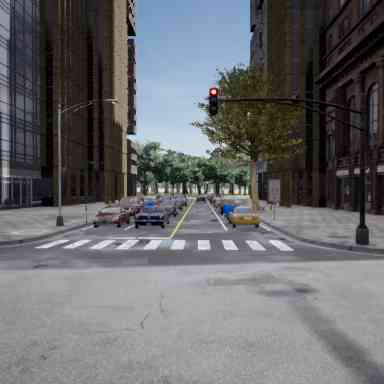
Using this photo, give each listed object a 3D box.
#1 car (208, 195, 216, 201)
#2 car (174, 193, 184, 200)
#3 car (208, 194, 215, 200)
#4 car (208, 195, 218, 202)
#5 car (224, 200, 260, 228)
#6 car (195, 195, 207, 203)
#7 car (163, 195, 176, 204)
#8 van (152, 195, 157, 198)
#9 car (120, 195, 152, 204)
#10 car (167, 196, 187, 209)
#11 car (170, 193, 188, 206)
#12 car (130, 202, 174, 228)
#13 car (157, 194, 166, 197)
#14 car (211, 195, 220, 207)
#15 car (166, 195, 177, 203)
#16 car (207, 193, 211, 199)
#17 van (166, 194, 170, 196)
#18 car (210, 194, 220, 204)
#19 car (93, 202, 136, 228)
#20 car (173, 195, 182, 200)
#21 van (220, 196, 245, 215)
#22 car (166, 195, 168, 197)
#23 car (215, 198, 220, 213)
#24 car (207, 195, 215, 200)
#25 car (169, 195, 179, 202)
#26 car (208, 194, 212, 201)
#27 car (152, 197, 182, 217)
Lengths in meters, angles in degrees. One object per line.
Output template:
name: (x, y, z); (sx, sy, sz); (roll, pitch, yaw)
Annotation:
car: (4.764, 1.429, 78.527); (1.802, 1.307, 4.206); (0, 0, 1)
car: (-3.477, 1.128, 90.091); (2.192, 1.841, 5.009); (0, 0, 1)
car: (4.909, 1.355, 84.374); (1.752, 1.417, 4.829); (0, 0, 1)
car: (4.621, 1.415, 72.849); (2.008, 1.369, 4.403); (0, 0, 1)
car: (3.346, 1.508, 21.922); (1.752, 1.417, 4.829); (-1, 0, 1)
car: (1.791, 1.389, 65.894); (1.837, 1.490, 4.892); (0, 0, 1)
car: (-4.187, 1.336, 61.702); (1.967, 1.590, 4.097); (0, 0, 1)
van: (-4.899, 1.306, 33.313); (1.690, 1.788, 3.998); (-1, 0, 1)
car: (-5.042, 1.290, 27.635); (2.192, 1.841, 5.009); (-1, 0, 1)
car: (-2.032, 1.551, 40.530); (1.895, 1.301, 4.718); (0, 0, 2)
car: (-1.744, 1.277, 50.634); (2.097, 1.767, 4.553); (0, 0, 2)
car: (-2.508, 1.584, 21.887); (1.895, 1.301, 4.718); (0, 0, 2)
car: (-4.757, 1.269, 38.991); (2.192, 1.841, 5.009); (-1, 0, 1)
car: (3.915, 1.465, 44.633); (1.752, 1.417, 4.829); (-1, 0, 1)
car: (-4.044, 1.425, 67.380); (1.887, 1.381, 4.507); (0, 0, 1)
car: (4.335, 1.211, 61.494); (2.192, 1.841, 5.009); (-1, 0, 1)
van: (-4.330, 1.252, 56.024); (1.690, 1.788, 3.998); (0, 0, 1)
car: (4.053, 1.471, 50.140); (1.887, 1.381, 4.507); (-1, 0, 1)
car: (-5.181, 1.565, 21.956); (1.802, 1.307, 4.206); (-1, 0, 1)
car: (-3.617, 1.375, 84.414); (1.887, 1.381, 4.507); (0, 0, 1)
van: (3.482, 1.316, 27.430); (1.690, 1.788, 3.998); (-1, 0, 1)
car: (-4.612, 1.491, 44.669); (2.008, 1.369, 4.403); (-1, 0, 1)
car: (3.626, 1.531, 33.108); (1.947, 1.339, 4.313); (-1, 0, 1)
car: (5.048, 1.379, 89.881); (1.947, 1.339, 4.313); (0, 0, 1)
car: (-3.901, 1.446, 73.058); (1.802, 1.307, 4.206); (0, 0, 1)
car: (4.195, 1.462, 55.817); (2.008, 1.369, 4.403); (-1, 0, 1)
car: (-2.269, 1.474, 31.223); (1.837, 1.490, 4.892); (0, 0, 2)
